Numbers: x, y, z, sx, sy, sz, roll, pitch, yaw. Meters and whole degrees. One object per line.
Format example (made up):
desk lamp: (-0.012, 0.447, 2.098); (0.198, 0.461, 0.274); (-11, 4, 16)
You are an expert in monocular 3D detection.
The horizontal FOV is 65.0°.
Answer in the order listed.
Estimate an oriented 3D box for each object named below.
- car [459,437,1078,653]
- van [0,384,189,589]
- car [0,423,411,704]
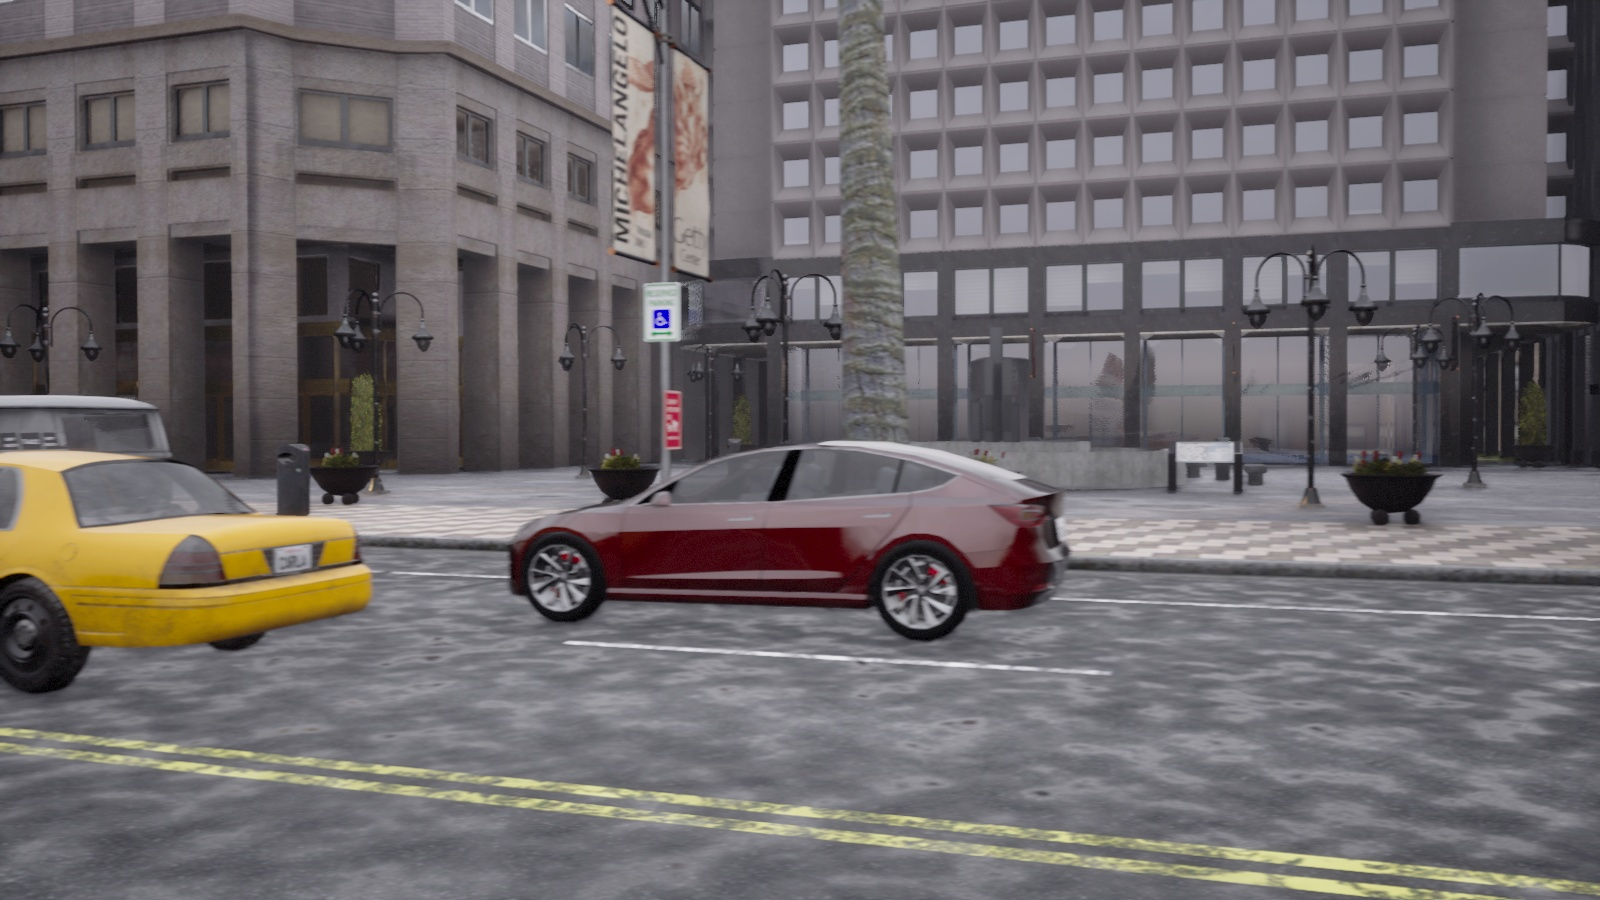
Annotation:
car: (-0.205, 0.655, 10.651); (4.792, 1.488, 2.163); (1, 1, 19)
van: (-9.133, 0.325, 13.749); (4.442, 1.987, 1.775); (1, 1, 19)
car: (-5.542, 0.604, 8.787); (5.366, 1.575, 1.801); (1, 1, 19)
